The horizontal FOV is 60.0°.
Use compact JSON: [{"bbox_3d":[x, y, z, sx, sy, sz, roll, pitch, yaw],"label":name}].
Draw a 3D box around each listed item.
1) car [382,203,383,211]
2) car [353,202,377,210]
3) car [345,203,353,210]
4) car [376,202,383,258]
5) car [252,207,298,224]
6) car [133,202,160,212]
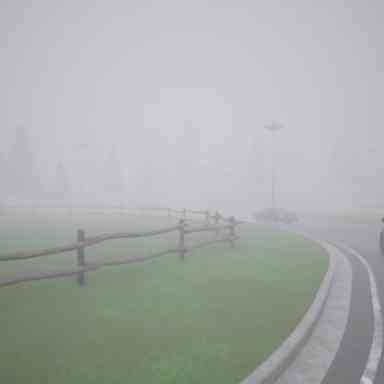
[{"bbox_3d":[35.423,2.528,56.484,5.357,1.411,2.033,0,-1,-8],"label":"car"},{"bbox_3d":[32.125,2.507,59.546,5.008,1.535,1.882,0,-1,-8],"label":"car"},{"bbox_3d":[31.366,2.609,62.963,4.674,1.442,1.812,0,-1,-8],"label":"car"},{"bbox_3d":[7.393,1.405,10.352,2.150,2.045,5.566,0,-1,23],"label":"car"},{"bbox_3d":[7.375,2.057,29.988,2.033,1.411,5.357,0,-1,-16],"label":"car"},{"bbox_3d":[-7.268,2.372,52.571,4.892,1.490,1.837,-1,-2,39],"label":"car"}]
